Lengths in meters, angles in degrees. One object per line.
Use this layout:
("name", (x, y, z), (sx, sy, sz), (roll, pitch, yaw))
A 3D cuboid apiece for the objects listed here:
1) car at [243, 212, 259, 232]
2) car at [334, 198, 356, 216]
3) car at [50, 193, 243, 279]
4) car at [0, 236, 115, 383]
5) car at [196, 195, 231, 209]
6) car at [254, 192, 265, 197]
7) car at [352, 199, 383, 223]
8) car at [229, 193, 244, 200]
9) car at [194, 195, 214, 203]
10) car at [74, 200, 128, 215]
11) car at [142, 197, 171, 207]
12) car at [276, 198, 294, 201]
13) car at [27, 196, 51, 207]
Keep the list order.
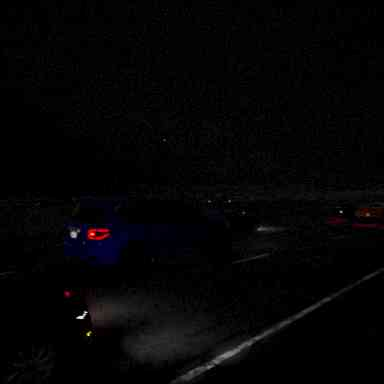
("car", (1.893, 1.501, 18.236), (1.994, 1.385, 4.181), (0, 0, 45))
("car", (15.074, 1.561, 31.523), (1.837, 1.490, 4.892), (0, 0, 45))
("car", (-1.067, 1.169, 10.265), (5.566, 2.045, 2.150), (0, 0, -45))
("car", (-3.383, 1.480, 3.123), (1.837, 1.490, 4.892), (0, 1, 45))
("car", (2.911, 1.310, 44.377), (2.097, 1.767, 4.553), (0, 0, 45))
("car", (18.395, 0.621, 89.990), (1.812, 1.442, 4.674), (1, 2, 32))
("car", (14.631, 1.517, 26.106), (1.882, 1.535, 5.008), (0, 0, 45))
("car", (10.203, 1.018, 76.606), (1.994, 1.385, 4.181), (1, 1, 30))
("car", (2.380, 1.297, 62.918), (1.895, 1.301, 4.718), (1, 1, 29))
("car", (-8.845, 1.442, 32.543), (1.895, 1.301, 4.718), (0, 0, 45))
("car", (-5.192, 1.414, 49.145), (1.895, 1.301, 4.718), (1, 1, 29))
("car", (16.134, 1.702, 57.635), (4.902, 1.511, 2.128), (1, -1, -45))
("car", (-14.679, 1.155, 34.614), (2.097, 1.767, 4.553), (0, 0, 36))
